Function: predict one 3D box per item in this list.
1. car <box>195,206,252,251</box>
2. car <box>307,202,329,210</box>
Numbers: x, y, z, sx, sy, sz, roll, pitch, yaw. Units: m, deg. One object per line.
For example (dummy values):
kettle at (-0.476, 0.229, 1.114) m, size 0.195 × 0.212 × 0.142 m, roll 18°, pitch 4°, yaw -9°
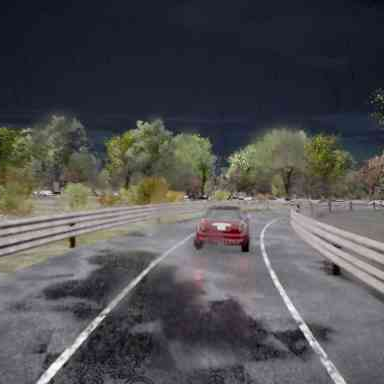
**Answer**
car at (1.498, 1.386, 14.615) m, size 2.097 × 1.767 × 4.553 m, roll 1°, pitch 0°, yaw 11°
car at (20.607, 2.282, 54.432) m, size 1.895 × 1.301 × 4.718 m, roll 1°, pitch 0°, yaw 45°
